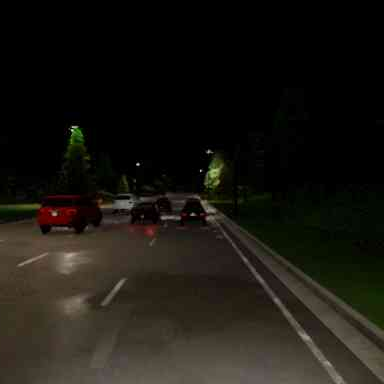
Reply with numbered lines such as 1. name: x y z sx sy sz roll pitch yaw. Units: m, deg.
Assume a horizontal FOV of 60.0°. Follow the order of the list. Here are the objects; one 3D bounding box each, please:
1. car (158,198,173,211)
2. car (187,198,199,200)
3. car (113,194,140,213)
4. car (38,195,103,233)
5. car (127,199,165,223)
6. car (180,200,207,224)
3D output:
1. car: -3.376 1.462 39.908 1.837 1.490 4.892 0 1 0
2. car: 0.127 1.437 40.926 1.882 1.535 5.008 0 0 0
3. car: -6.915 1.178 35.860 2.150 2.045 5.566 0 0 1
4. car: -6.931 1.194 19.478 2.150 2.045 5.566 0 0 0
5. car: -3.376 1.496 25.082 1.812 1.442 4.674 0 0 0
6. car: 0.113 1.524 24.349 2.033 1.411 5.357 0 0 1
